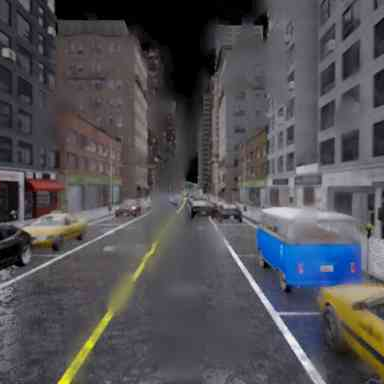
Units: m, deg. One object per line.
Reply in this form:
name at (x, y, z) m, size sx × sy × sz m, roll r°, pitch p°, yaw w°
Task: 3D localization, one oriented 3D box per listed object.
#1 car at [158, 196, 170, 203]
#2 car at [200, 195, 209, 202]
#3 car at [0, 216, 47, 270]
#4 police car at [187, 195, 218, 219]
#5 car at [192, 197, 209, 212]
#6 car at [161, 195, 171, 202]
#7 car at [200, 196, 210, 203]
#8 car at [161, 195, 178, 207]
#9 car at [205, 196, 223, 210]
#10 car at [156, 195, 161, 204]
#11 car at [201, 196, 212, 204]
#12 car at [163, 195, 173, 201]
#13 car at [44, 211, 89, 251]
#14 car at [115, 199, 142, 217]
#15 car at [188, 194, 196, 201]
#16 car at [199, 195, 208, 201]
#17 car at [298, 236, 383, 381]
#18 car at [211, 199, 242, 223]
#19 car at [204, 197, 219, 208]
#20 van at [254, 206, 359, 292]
car at (-5.783, 1.489, 69.202) m, size 1.947 × 1.339 × 4.313 m, roll -1°, pitch 0°, yaw 0°
car at (2.741, 1.465, 74.708) m, size 1.887 × 1.381 × 4.507 m, roll -1°, pitch 0°, yaw 0°
car at (-5.773, 1.550, 8.645) m, size 1.947 × 1.339 × 4.313 m, roll -1°, pitch 0°, yaw 0°
police car at (0.680, 1.381, 28.313) m, size 1.930 × 1.638 × 5.238 m, roll 0°, pitch 0°, yaw -5°
car at (0.894, 1.424, 38.264) m, size 1.882 × 1.535 × 5.008 m, roll 0°, pitch 0°, yaw 0°
car at (-5.784, 1.471, 74.707) m, size 2.008 × 1.369 × 4.403 m, roll -1°, pitch 0°, yaw 0°
car at (2.742, 1.468, 69.203) m, size 1.887 × 1.381 × 4.507 m, roll -1°, pitch 0°, yaw 0°
car at (-3.083, 1.414, 48.930) m, size 1.882 × 1.535 × 5.008 m, roll 0°, pitch 0°, yaw 0°
car at (2.745, 1.383, 41.677) m, size 1.967 × 1.590 × 4.097 m, roll -1°, pitch 0°, yaw 0°
car at (-5.784, 1.366, 63.696) m, size 1.967 × 1.590 × 4.097 m, roll -1°, pitch 0°, yaw 0°
car at (2.743, 1.492, 63.698) m, size 1.947 × 1.339 × 4.313 m, roll -1°, pitch 0°, yaw 0°
car at (-5.785, 1.463, 80.213) m, size 1.887 × 1.381 × 4.507 m, roll -1°, pitch 0°, yaw 0°
car at (-5.775, 1.501, 13.981) m, size 1.752 × 1.417 × 4.829 m, roll -1°, pitch 0°, yaw 0°
car at (-5.778, 1.394, 30.666) m, size 1.967 × 1.590 × 4.097 m, roll -1°, pitch 0°, yaw 0°
car at (-0.011, 1.258, 78.835) m, size 1.837 × 1.490 × 4.892 m, roll 0°, pitch 0°, yaw 0°
car at (2.740, 1.463, 80.214) m, size 1.887 × 1.381 × 4.507 m, roll -1°, pitch 0°, yaw 0°
car at (2.752, 1.519, 3.312) m, size 1.752 × 1.417 × 4.829 m, roll -1°, pitch 0°, yaw 0°
car at (2.749, 1.511, 25.161) m, size 2.008 × 1.369 × 4.403 m, roll -1°, pitch 0°, yaw 0°
car at (2.745, 1.482, 47.182) m, size 1.887 × 1.381 × 4.507 m, roll -1°, pitch 0°, yaw 0°
van at (2.749, 1.325, 8.646) m, size 1.690 × 1.788 × 3.998 m, roll -1°, pitch 0°, yaw 0°
